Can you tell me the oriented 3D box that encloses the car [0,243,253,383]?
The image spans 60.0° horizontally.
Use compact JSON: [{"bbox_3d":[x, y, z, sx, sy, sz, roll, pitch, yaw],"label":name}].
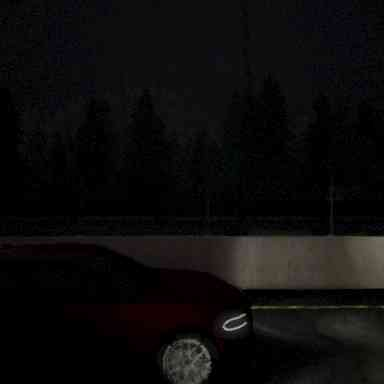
[{"bbox_3d":[-1.688,1.482,4.579,5.008,1.535,1.882,0,0,-1],"label":"car"}]
